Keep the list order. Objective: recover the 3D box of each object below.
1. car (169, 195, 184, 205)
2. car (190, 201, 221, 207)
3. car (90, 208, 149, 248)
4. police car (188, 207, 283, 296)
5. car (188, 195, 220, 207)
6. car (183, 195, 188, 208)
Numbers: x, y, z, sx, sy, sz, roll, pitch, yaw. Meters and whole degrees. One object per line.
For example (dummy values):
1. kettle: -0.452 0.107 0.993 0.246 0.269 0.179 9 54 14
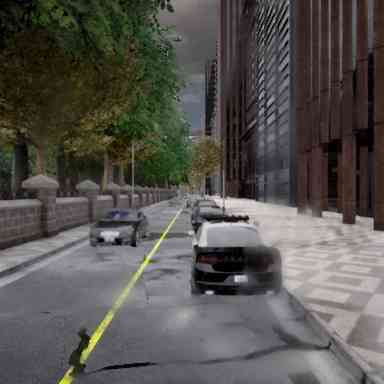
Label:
1. car: -2.891 1.548 56.643 1.895 1.301 4.718 0 0 0
2. car: 0.960 1.491 18.700 1.837 1.490 4.892 0 0 0
3. car: -3.054 1.482 14.766 2.128 1.511 4.902 0 0 0
4. police car: 0.927 1.421 8.810 1.930 1.638 5.238 0 0 0
5. car: 0.981 1.329 24.670 2.097 1.767 4.553 0 0 0
6. car: 0.176 1.499 46.892 2.033 1.411 5.357 0 0 1
